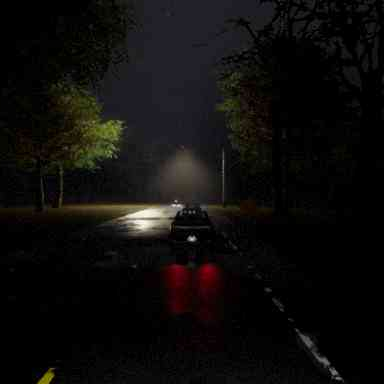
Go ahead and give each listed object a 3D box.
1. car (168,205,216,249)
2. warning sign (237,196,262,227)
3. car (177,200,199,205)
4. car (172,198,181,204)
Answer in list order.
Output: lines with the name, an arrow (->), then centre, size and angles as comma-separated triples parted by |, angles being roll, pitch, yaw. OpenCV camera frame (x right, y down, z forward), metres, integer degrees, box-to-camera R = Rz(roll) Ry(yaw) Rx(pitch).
car -> 0.000, 1.532, 14.654 | 2.128, 1.511, 4.902 | 0, 0, 0
warning sign -> 3.539, 1.179, 20.580 | 1.300, 1.860, 1.060 | -1, -1, 0
car -> 0.000, 1.684, 29.655 | 2.033, 1.411, 5.357 | 0, 0, 0
car -> -3.500, 2.003, 75.924 | 2.128, 1.511, 4.902 | 0, -1, 0
